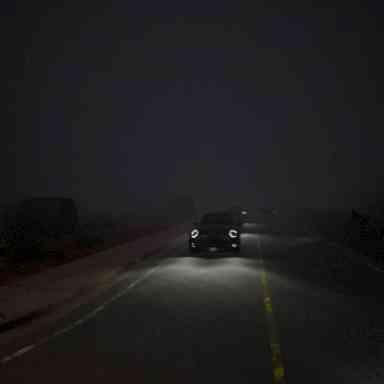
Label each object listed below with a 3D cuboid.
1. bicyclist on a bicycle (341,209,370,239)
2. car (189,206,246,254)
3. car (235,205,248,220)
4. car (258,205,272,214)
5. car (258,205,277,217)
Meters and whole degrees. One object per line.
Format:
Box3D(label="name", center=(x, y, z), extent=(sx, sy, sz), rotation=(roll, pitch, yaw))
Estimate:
Box3D(label="bicyclist on a bicycle", center=(8.889, 1.752, 17.913), extent=(1.656, 1.620, 0.582), rotation=(-2, -2, 10))
Box3D(label="car", center=(1.220, 1.732, 15.366), extent=(2.097, 1.767, 4.553), rotation=(-1, -2, 10))
Box3D(label="car", center=(4.760, 2.207, 35.001), extent=(2.097, 1.767, 4.553), rotation=(-1, -2, 10))
Box3D(label="car", center=(11.638, 2.780, 52.998), extent=(1.994, 1.385, 4.181), rotation=(-1, -2, 10))
Box3D(label="car", center=(9.927, 2.578, 43.169), extent=(1.895, 1.301, 4.718), rotation=(-1, -2, 11))
